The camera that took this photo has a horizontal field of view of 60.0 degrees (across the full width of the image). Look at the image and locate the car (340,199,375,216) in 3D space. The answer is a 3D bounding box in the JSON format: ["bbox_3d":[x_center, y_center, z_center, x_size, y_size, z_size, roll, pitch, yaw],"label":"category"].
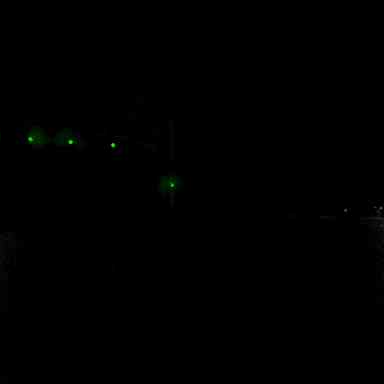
[{"bbox_3d":[16.642,1.492,32.720,4.902,1.511,2.128,0,0,-31],"label":"car"}]

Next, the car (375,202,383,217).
[{"bbox_3d":[19.050,1.526,30.082,4.674,1.442,1.812,0,0,-31],"label":"car"}]
